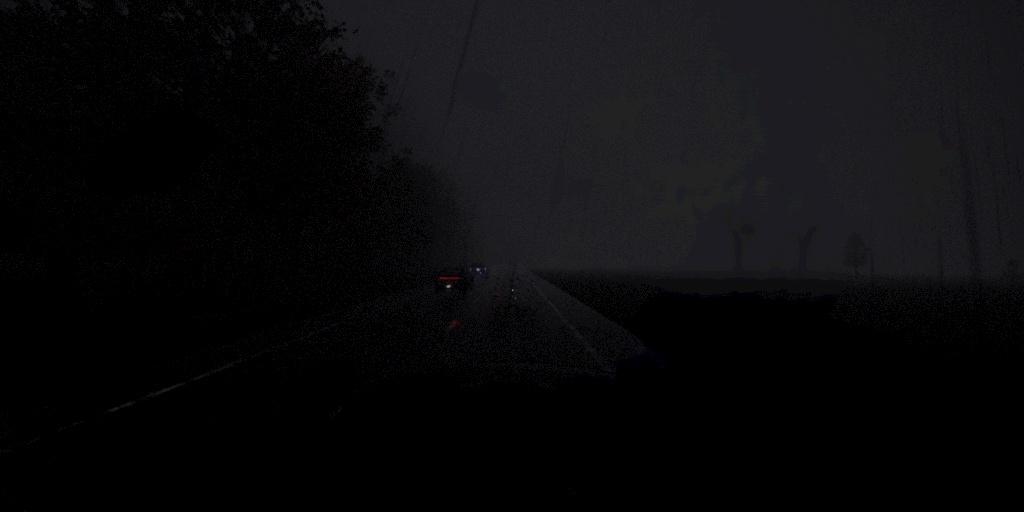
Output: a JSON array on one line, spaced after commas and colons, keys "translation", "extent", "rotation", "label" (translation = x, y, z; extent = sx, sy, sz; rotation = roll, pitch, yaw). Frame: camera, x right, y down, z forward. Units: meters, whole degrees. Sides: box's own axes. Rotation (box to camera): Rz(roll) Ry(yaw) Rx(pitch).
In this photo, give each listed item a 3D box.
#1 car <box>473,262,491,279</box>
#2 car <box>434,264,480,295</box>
[{"translation": [-3.427, 1.473, 38.592], "extent": [2.097, 1.767, 4.553], "rotation": [0, -1, 0], "label": "car"}, {"translation": [-3.414, 1.445, 21.753], "extent": [2.128, 1.511, 4.902], "rotation": [0, 0, 0], "label": "car"}]
